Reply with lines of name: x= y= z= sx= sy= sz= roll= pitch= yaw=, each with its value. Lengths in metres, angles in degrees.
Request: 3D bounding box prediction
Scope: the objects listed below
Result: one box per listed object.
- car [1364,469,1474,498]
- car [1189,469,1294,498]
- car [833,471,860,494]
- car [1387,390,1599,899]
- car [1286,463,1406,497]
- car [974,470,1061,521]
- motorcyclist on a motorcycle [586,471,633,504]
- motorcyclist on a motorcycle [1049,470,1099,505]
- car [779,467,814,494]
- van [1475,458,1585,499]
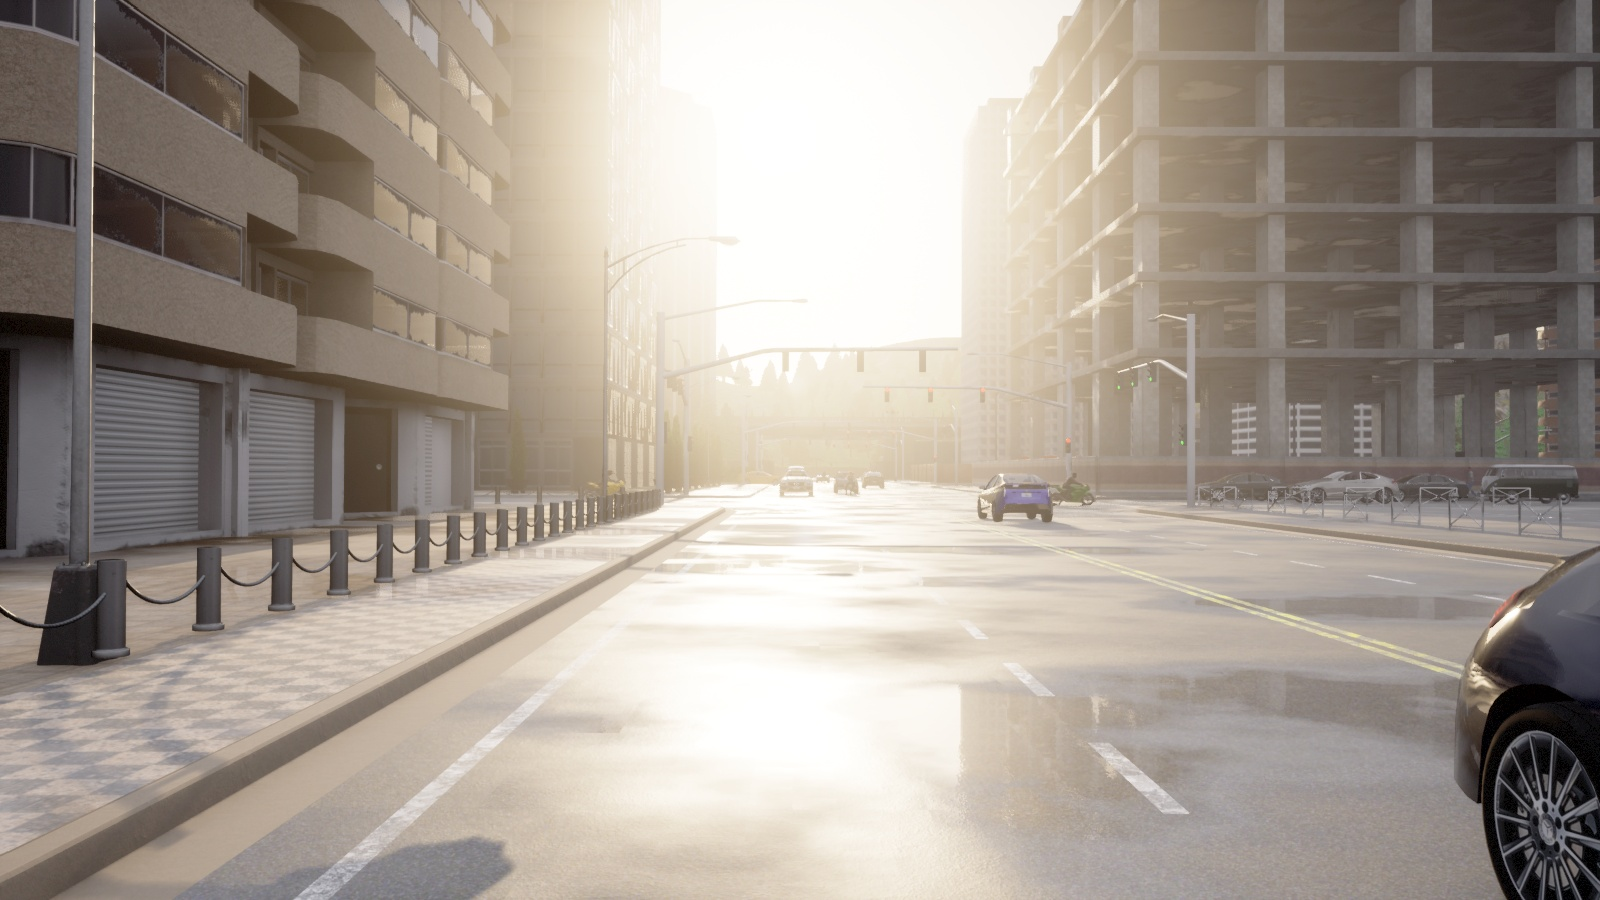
car: x=32.643 y=1.743 z=66.259 sx=4.892 sy=1.490 sz=1.837 roll=0 pitch=-1 yaw=-1
car: x=23.227 y=1.780 z=66.199 sx=4.892 sy=1.490 sz=1.837 roll=0 pitch=-1 yaw=0
car: x=3.265 y=2.267 z=88.743 sx=1.789 sy=1.549 sz=3.705 roll=0 pitch=-1 yaw=0
car: x=3.492 y=0.623 z=2.626 sx=2.152 sy=1.651 sz=5.027 roll=0 pitch=-1 yaw=0
car: x=27.222 y=1.480 z=62.726 sx=5.027 sy=1.651 sz=2.152 roll=0 pitch=-1 yaw=0
car: x=6.893 y=1.409 z=40.286 sx=2.007 sy=1.525 sz=4.514 roll=0 pitch=-1 yaw=0
motorcyclist on a motorcycle: x=-8.901 y=1.760 z=58.714 sx=2.044 sy=1.523 sz=0.797 roll=0 pitch=-1 yaw=-1
motorcyclist on a motorcycle: x=12.127 y=1.646 z=55.595 sx=2.044 sy=1.523 sz=0.797 roll=0 pitch=-1 yaw=-1
car: x=-0.211 y=1.928 z=79.617 sx=2.152 sy=1.651 sz=5.027 roll=0 pitch=-1 yaw=0
van: x=36.441 y=1.418 z=62.785 sx=4.442 sy=1.987 sz=1.775 roll=0 pitch=-1 yaw=0
